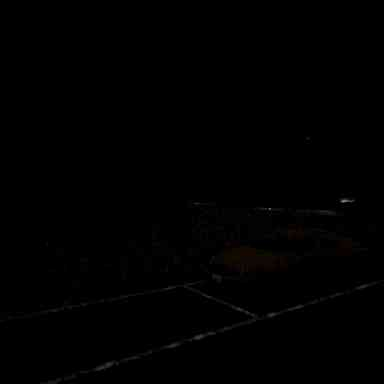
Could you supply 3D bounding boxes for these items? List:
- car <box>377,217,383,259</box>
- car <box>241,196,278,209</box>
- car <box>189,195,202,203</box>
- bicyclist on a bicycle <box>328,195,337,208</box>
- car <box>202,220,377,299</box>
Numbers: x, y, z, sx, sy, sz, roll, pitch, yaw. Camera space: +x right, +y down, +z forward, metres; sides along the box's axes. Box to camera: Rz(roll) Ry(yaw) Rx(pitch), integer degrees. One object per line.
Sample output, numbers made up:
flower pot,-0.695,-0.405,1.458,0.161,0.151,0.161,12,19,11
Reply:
car,7.268,1.539,11.743,4.507,1.381,1.887,0,1,-35
car,8.079,1.200,40.213,1.882,1.535,5.008,1,0,-34
car,-0.317,1.175,58.055,1.895,1.301,4.718,1,0,-34
bicyclist on a bicycle,16.469,1.134,38.998,1.656,1.620,0.582,0,0,-34
car,2.506,1.522,8.442,4.829,1.417,1.752,0,1,-35
